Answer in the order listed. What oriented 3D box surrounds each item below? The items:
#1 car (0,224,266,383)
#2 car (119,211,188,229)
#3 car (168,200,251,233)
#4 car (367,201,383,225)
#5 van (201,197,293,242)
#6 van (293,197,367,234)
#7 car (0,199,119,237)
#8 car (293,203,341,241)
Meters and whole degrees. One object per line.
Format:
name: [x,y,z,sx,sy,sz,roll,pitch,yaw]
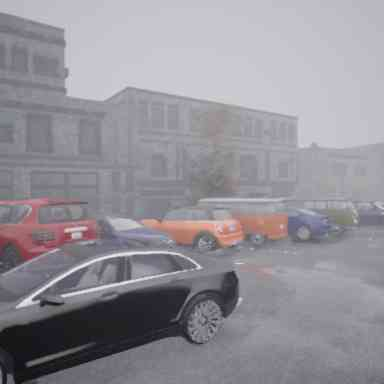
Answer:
car: [-1.469,1.491,4.784,4.902,1.511,2.128,0,0,-35]
car: [-2.712,1.523,11.658,4.674,1.452,2.002,-1,-1,35]
car: [-0.302,1.356,13.340,4.553,1.767,2.185,-1,0,35]
car: [11.595,1.377,21.895,4.553,1.767,2.185,-1,-1,35]
van: [1.964,1.260,15.126,4.442,1.987,1.878,-1,-1,35]
van: [6.938,1.263,18.407,4.442,1.987,1.878,-1,-1,35]
car: [-5.129,1.234,9.969,5.566,2.045,2.435,-1,-1,35]
car: [4.456,1.487,16.758,5.008,1.535,2.097,-1,-1,35]
